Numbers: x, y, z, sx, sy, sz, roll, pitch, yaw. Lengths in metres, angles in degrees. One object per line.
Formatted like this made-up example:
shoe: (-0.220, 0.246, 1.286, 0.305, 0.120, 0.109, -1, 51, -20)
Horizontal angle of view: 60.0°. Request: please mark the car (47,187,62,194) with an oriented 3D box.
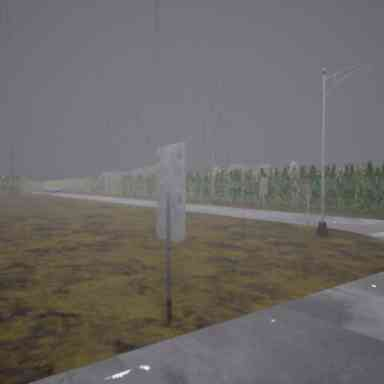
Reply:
car: (-34.777, -0.385, 85.027, 1.882, 1.535, 5.008, 0, 1, -35)
